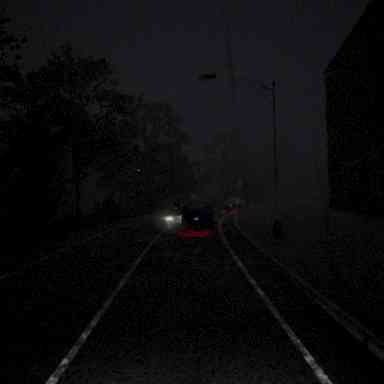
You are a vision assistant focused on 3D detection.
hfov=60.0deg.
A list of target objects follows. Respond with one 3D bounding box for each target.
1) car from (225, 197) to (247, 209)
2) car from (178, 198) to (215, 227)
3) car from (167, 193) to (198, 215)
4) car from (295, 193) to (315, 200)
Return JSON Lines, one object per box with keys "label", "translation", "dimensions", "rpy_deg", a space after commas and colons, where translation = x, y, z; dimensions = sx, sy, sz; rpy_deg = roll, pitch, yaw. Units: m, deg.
{"label": "car", "translation": [5.472, 1.333, 41.344], "dimensions": [1.812, 1.442, 4.674], "rpy_deg": [-3, 0, 23]}
{"label": "car", "translation": [0.486, 1.426, 22.190], "dimensions": [1.882, 1.535, 5.008], "rpy_deg": [-1, 0, 6]}
{"label": "car", "translation": [-0.779, 1.193, 34.331], "dimensions": [2.150, 2.045, 5.566], "rpy_deg": [-2, 0, 16]}
{"label": "car", "translation": [23.399, 0.885, 68.858], "dimensions": [4.718, 1.301, 1.895], "rpy_deg": [-2, -3, -37]}
